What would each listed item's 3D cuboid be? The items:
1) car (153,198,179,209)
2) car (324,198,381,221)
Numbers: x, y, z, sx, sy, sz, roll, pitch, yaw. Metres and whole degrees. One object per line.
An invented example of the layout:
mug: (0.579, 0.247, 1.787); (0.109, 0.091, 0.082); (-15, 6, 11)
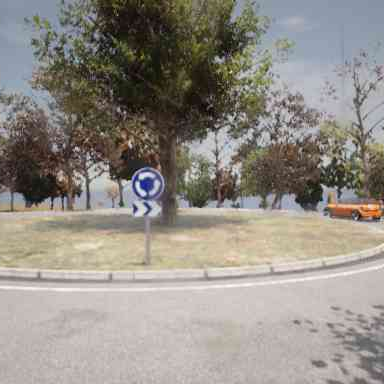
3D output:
car: (-3.846, 1.444, 37.129); (4.674, 1.442, 1.812); (0, 0, -4)
car: (12.840, 1.290, 26.945); (2.097, 1.767, 4.553); (0, 0, -16)
